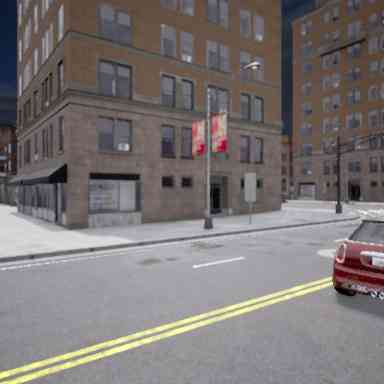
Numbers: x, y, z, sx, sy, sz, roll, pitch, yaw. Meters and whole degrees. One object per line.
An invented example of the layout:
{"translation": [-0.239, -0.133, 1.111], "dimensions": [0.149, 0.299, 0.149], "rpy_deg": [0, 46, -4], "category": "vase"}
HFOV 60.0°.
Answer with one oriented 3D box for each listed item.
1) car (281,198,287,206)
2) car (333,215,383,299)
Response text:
{"translation": [9.457, 0.983, 42.322], "dimensions": [2.033, 1.411, 5.357], "rpy_deg": [0, 0, -36], "category": "car"}
{"translation": [5.067, 1.237, 7.132], "dimensions": [4.553, 1.767, 2.097], "rpy_deg": [-1, 1, -36], "category": "car"}
